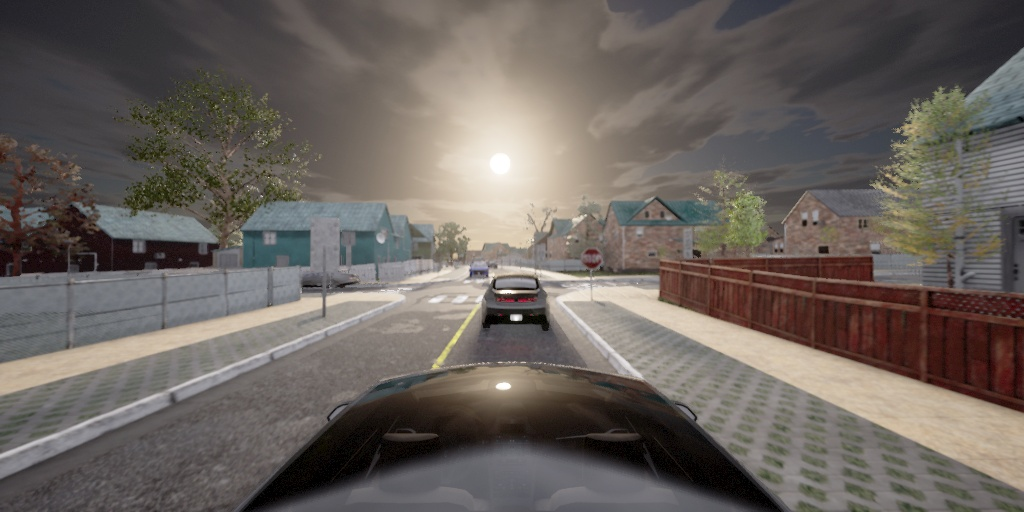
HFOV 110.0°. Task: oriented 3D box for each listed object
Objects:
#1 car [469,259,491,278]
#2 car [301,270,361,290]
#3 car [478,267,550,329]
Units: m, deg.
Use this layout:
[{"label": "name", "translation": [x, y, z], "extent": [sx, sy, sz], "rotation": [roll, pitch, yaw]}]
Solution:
[{"label": "car", "translation": [-3.295, 1.324, 36.379], "extent": [1.882, 1.535, 5.008], "rotation": [0, 0, -3]}, {"label": "car", "translation": [-13.291, 1.609, 24.469], "extent": [5.357, 1.411, 2.033], "rotation": [-1, -1, -5]}, {"label": "car", "translation": [0.102, 1.261, 11.228], "extent": [1.837, 1.490, 4.892], "rotation": [0, 0, 0]}]
